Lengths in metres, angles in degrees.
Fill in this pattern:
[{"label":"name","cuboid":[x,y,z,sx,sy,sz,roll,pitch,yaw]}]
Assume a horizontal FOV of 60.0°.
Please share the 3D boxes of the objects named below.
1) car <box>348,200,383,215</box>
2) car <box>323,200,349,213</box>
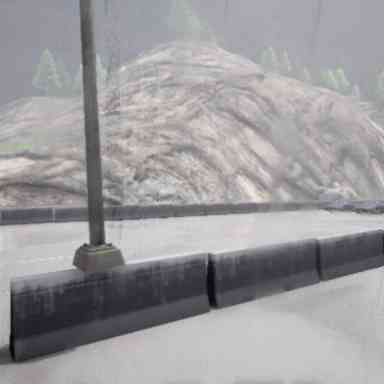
[{"label":"car","cuboid":[19.046,1.611,34.783,5.357,1.411,2.033,0,0,-35]},{"label":"car","cuboid":[17.188,1.612,37.755,5.357,1.411,2.033,0,0,-35]}]
